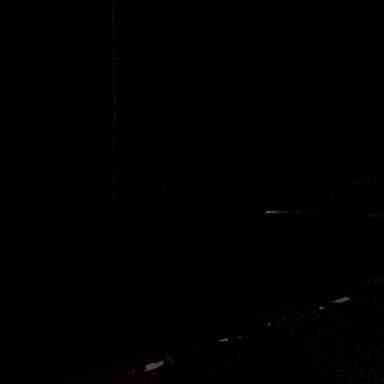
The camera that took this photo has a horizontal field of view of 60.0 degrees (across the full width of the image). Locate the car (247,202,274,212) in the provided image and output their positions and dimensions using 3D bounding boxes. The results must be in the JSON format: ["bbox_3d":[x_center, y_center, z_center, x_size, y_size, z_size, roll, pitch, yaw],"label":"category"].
[{"bbox_3d":[9.979,2.132,48.825,1.994,1.385,4.181,-2,0,-35],"label":"car"}]

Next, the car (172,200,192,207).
[{"bbox_3d":[-1.947,2.210,65.637,1.895,1.301,4.718,-2,1,-36],"label":"car"}]
